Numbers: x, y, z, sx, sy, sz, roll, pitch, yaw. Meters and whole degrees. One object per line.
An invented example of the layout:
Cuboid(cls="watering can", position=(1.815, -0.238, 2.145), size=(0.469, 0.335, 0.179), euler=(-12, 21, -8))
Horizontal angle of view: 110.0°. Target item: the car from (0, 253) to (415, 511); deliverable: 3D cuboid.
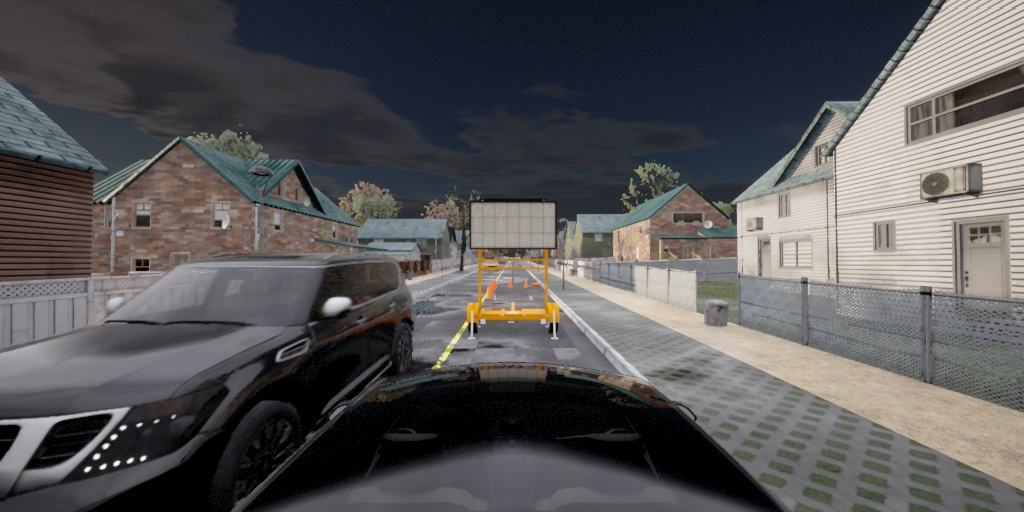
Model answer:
Cuboid(cls="car", position=(-2.837, 0.972, 4.394), size=(2.150, 2.045, 5.566), euler=(0, 0, 0))

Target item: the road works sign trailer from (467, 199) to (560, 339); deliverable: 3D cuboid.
Cuboid(cls="road works sign trailer", position=(0.032, 0.217, 10.018), size=(2.380, 3.560, 2.880), euler=(0, 0, 0))

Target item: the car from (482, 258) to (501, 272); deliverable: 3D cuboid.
Cuboid(cls="car", position=(-2.698, 1.230, 45.605), size=(1.882, 1.535, 5.008), euler=(0, 0, 0))
